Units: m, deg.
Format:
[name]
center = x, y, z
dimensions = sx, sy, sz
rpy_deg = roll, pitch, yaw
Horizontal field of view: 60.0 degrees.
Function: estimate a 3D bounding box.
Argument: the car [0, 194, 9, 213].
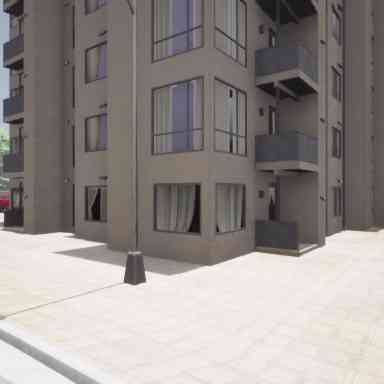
[car]
center = -20.845, 1.222, 37.172
dimensions = 2.150, 2.045, 5.566
rpy_deg = 0, 0, 16
